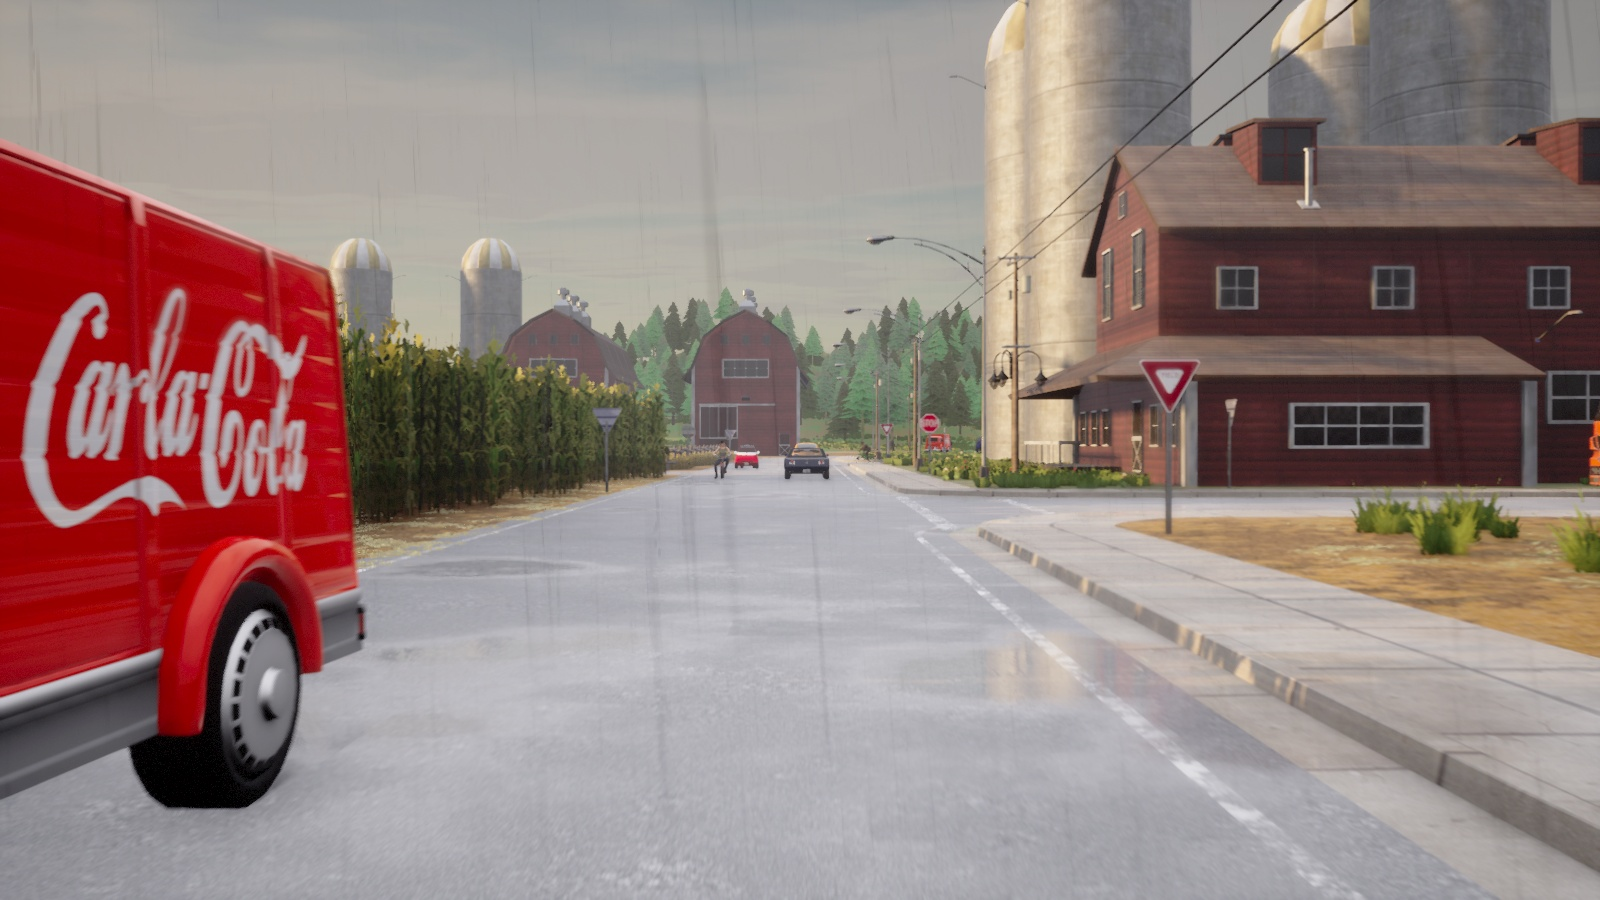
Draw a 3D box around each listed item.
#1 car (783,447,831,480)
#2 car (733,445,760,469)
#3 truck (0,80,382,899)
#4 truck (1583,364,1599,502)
[{"bbox_3d":[0.293,0.549,52.801,1.895,1.301,4.718,0,0,0],"label":"car"},{"bbox_3d":[-3.097,0.385,73.553,1.481,1.376,2.207,0,0,0],"label":"car"},{"bbox_3d":[-3.464,0.236,3.828,2.627,2.467,5.204,0,0,0],"label":"truck"},{"bbox_3d":[23.923,-0.415,30.557,7.936,3.462,2.891,0,0,-1],"label":"truck"}]
